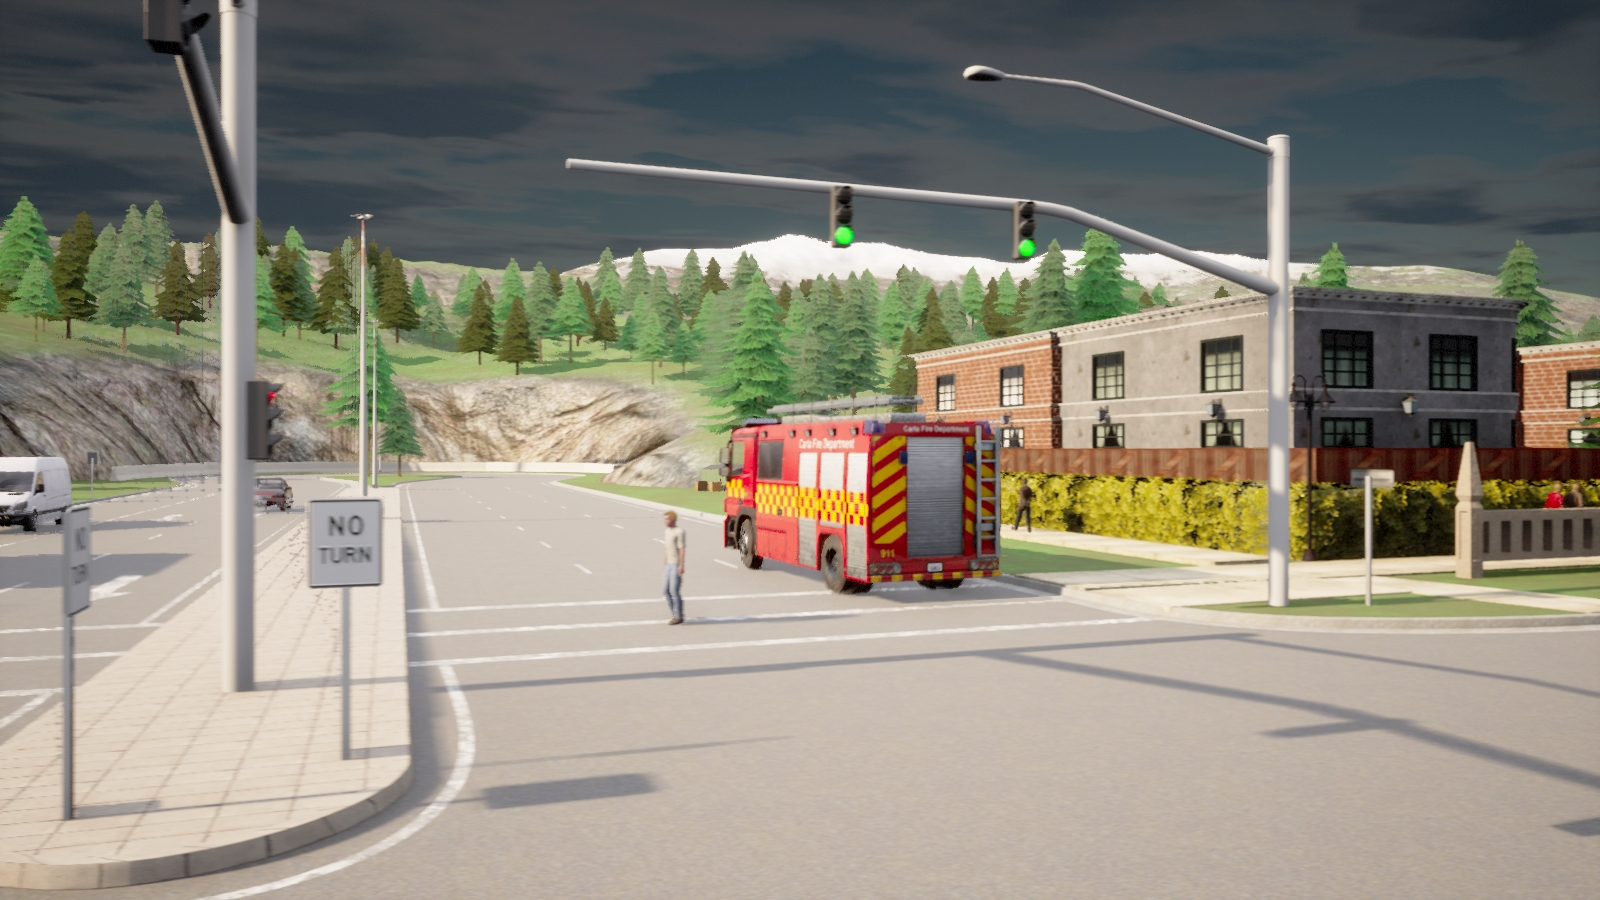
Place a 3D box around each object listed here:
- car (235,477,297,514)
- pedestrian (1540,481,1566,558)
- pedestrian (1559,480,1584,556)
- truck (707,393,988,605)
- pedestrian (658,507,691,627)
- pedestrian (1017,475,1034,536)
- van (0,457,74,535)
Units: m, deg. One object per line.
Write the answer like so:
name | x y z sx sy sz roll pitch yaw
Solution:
car | -24.489 2.048 52.569 2.128 1.511 4.902 0 0 -19
pedestrian | 18.502 1.691 28.078 0.375 1.860 0.375 0 0 -15
pedestrian | 19.133 1.689 28.335 0.375 1.860 0.375 0 0 -19
truck | 0.629 0.889 25.147 2.891 3.827 8.468 0 0 -22
pedestrian | -2.003 1.848 18.216 0.375 1.860 0.375 0 0 -37
pedestrian | 6.891 1.693 34.886 0.375 1.860 0.375 0 0 -19
van | -27.663 1.537 40.474 1.988 2.561 5.915 0 0 -19
